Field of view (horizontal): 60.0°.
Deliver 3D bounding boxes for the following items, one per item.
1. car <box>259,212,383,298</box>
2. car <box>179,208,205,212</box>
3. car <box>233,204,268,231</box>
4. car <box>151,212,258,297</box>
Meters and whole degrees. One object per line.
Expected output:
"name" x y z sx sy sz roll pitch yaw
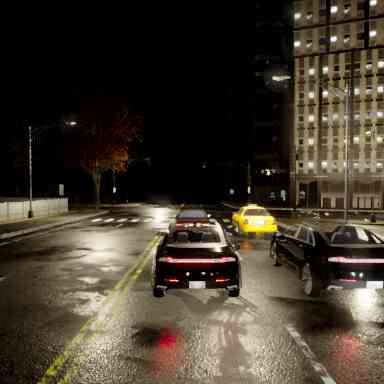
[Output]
"car" 3.351 1.489 8.522 2.128 1.511 4.902 0 0 0
"car" 0.002 1.544 17.549 2.033 1.411 5.357 0 0 0
"car" 3.323 1.453 18.574 1.801 1.575 5.366 0 0 0
"car" 0.078 1.489 8.526 2.128 1.511 4.902 0 0 0
